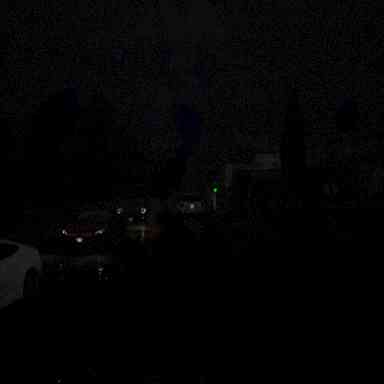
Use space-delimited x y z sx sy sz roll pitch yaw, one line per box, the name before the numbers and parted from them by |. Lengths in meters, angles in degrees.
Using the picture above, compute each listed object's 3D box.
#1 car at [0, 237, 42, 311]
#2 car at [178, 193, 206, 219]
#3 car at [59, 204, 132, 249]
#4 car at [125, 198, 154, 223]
car | -4.087 1.502 5.383 1.812 1.442 4.674 0 0 0
car | 0.010 1.103 27.561 2.150 2.045 5.566 0 0 0
car | -4.083 1.462 14.435 1.812 1.442 4.674 0 0 0
car | -4.061 1.245 24.363 2.097 1.767 4.553 0 0 0
